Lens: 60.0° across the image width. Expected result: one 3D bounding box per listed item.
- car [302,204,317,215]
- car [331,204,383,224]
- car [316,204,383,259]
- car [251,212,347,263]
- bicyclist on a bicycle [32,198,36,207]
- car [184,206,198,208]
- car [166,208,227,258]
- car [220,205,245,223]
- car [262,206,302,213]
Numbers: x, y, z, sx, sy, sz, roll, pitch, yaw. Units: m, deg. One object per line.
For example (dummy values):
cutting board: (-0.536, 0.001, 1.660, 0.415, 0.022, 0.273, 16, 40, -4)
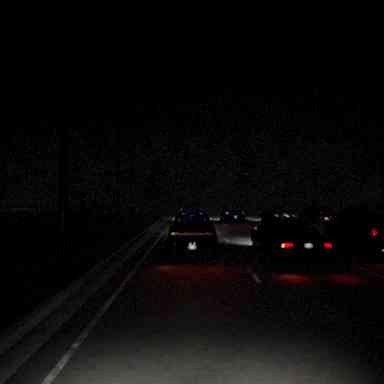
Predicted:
car: (10.476, 1.821, 28.478, 1.837, 1.490, 4.892, 0, 0, -1)
car: (13.982, 1.806, 28.481, 2.128, 1.511, 4.902, 0, 0, -1)
car: (7.024, 1.499, 13.406, 2.097, 1.767, 4.553, 0, -1, 0)
car: (3.514, 1.686, 12.502, 2.033, 1.411, 5.357, 0, -1, 0)
bicyclist on a bicycle: (-29.223, 1.979, 61.624, 0.582, 1.620, 1.656, 0, 0, 0)
car: (-0.050, 1.878, 28.449, 1.994, 1.385, 4.181, 0, -1, -1)
car: (0.023, 1.642, 13.486, 2.128, 1.511, 4.902, 0, 0, 0)
car: (3.460, 1.843, 28.878, 1.812, 1.442, 4.674, 0, 0, -1)
car: (6.982, 1.851, 27.514, 2.033, 1.411, 5.357, 0, -1, 0)
